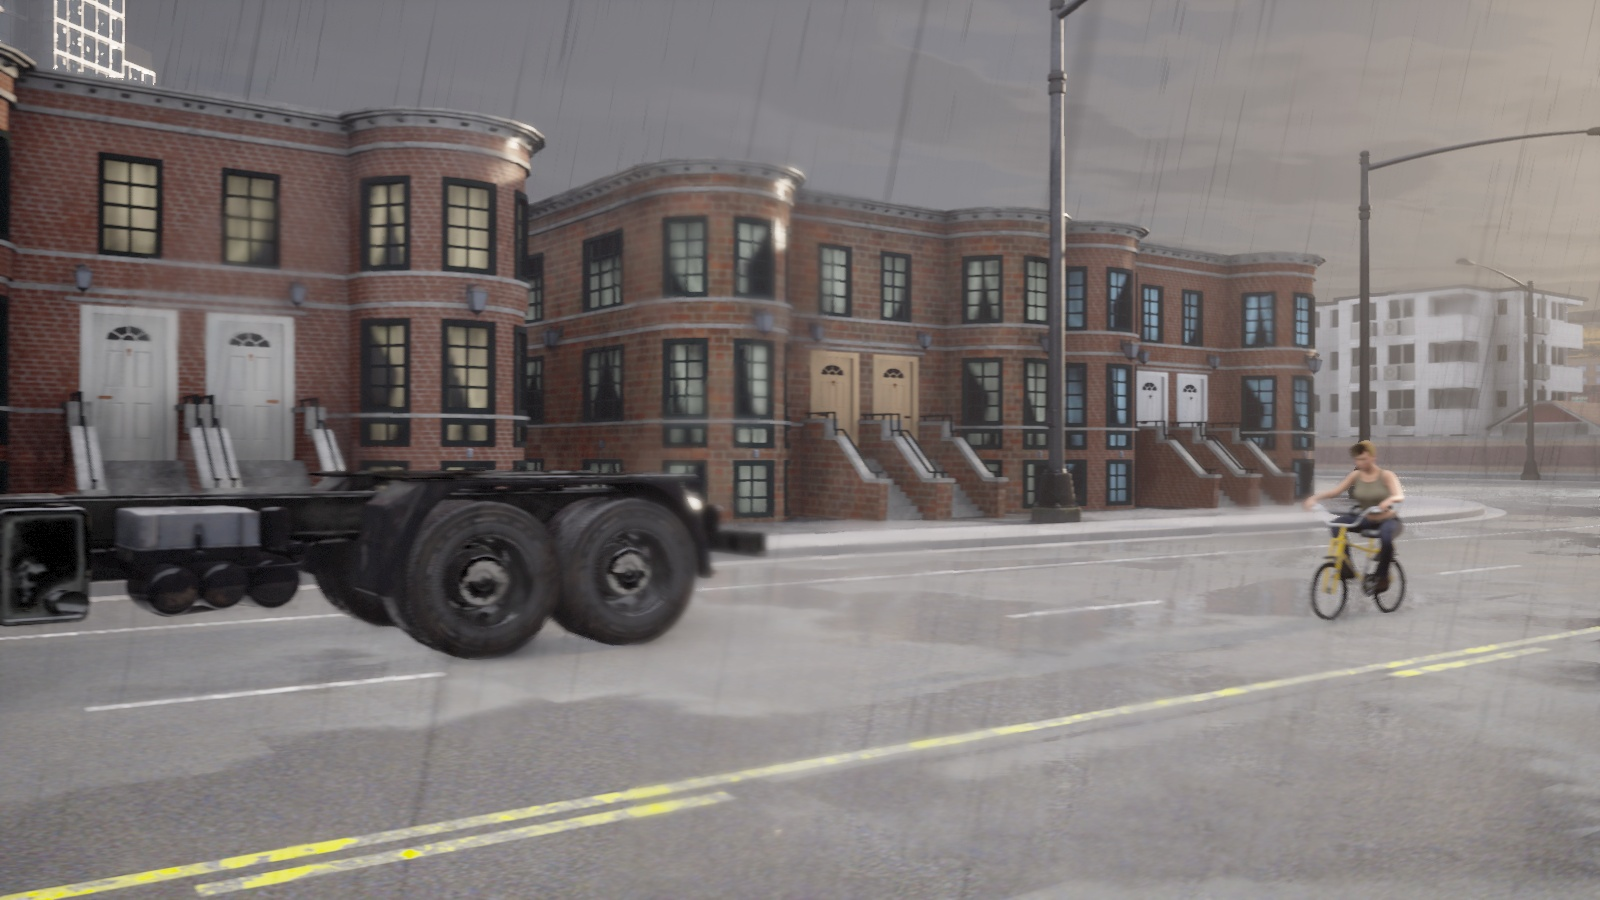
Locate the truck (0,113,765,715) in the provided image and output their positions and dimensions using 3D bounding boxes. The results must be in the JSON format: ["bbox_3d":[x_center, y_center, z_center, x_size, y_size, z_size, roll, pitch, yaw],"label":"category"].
[{"bbox_3d":[-4.371,-0.205,9.149,7.936,3.462,2.891,0,0,-35],"label":"truck"}]

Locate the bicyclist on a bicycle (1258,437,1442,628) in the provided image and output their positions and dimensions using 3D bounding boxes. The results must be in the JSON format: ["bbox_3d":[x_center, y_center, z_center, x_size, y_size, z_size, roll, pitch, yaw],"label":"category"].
[{"bbox_3d":[4.995,0.699,11.399,1.509,1.612,0.866,0,0,-35],"label":"bicyclist on a bicycle"}]
